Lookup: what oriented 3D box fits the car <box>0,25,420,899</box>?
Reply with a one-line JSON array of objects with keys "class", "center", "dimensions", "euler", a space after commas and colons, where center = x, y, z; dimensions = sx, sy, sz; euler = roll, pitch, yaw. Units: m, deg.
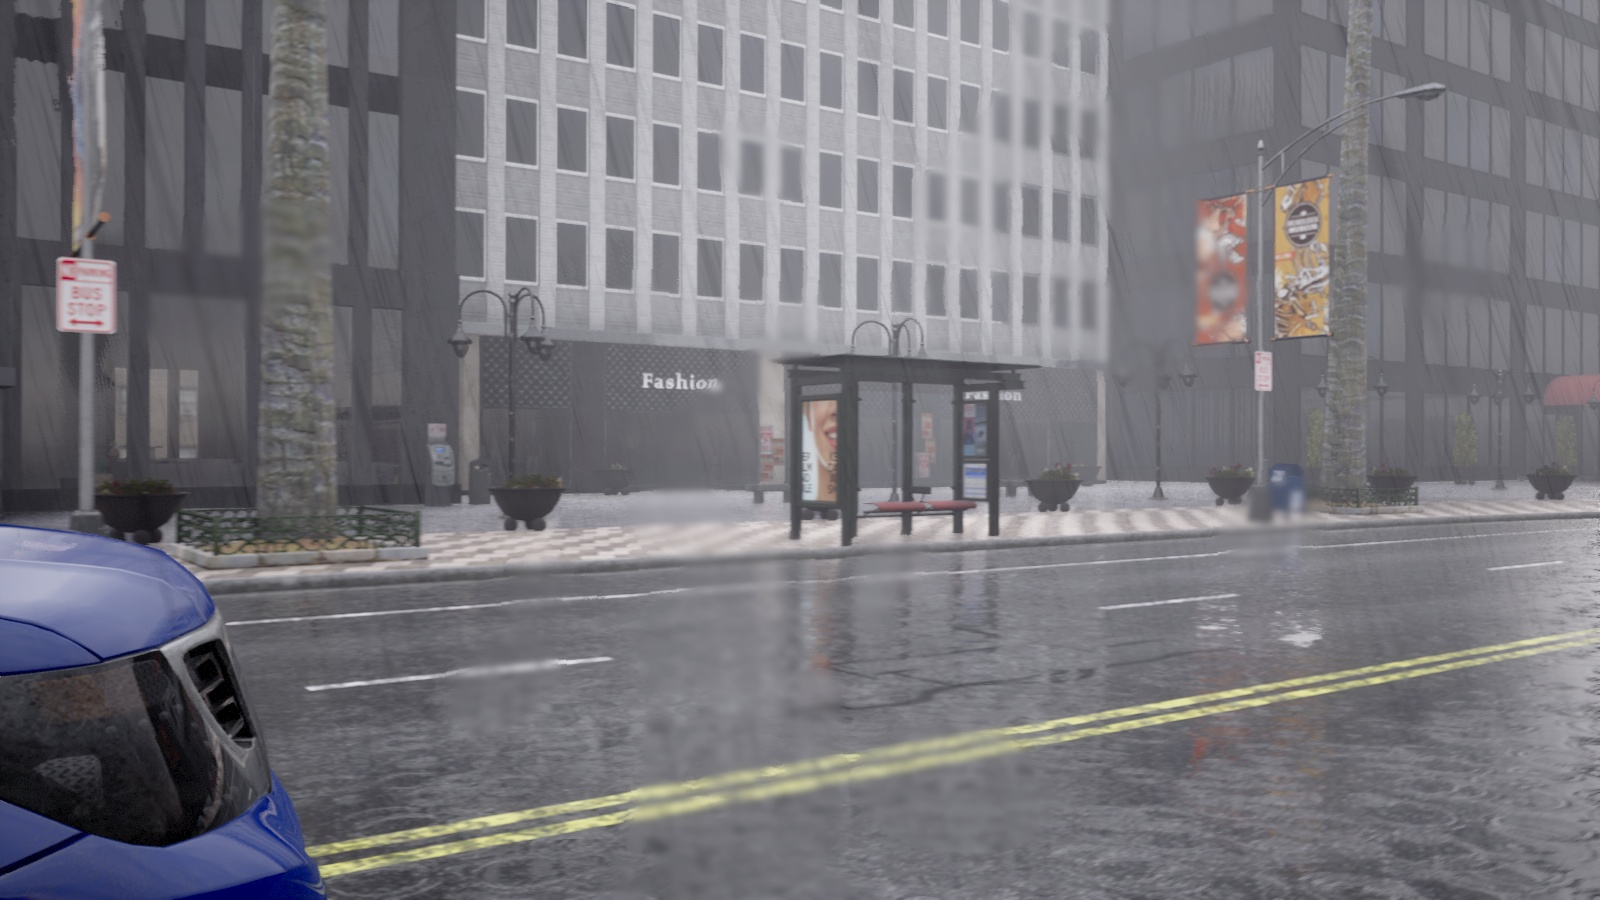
[{"class": "car", "center": [-3.486, 0.474, 1.234], "dimensions": [5.566, 2.045, 2.150], "euler": [0, 0, -35]}]
